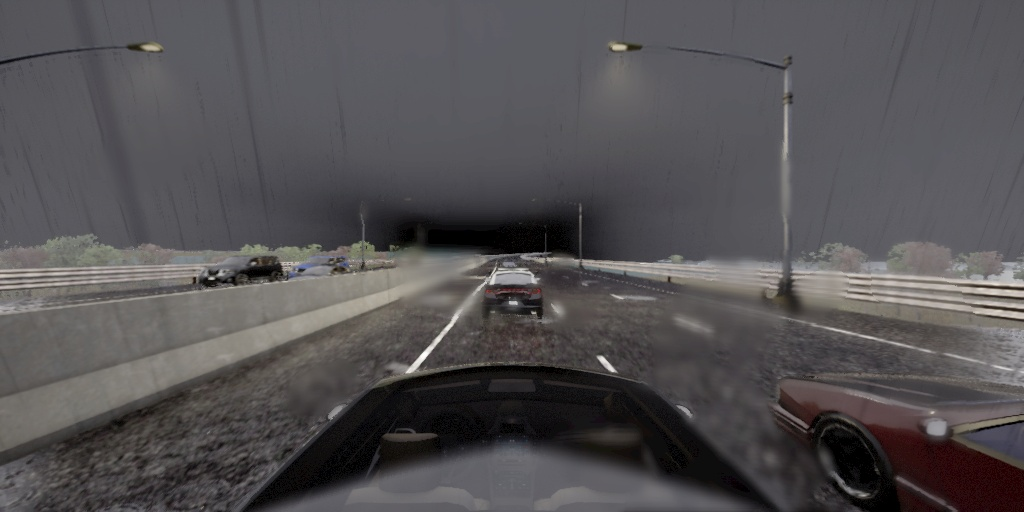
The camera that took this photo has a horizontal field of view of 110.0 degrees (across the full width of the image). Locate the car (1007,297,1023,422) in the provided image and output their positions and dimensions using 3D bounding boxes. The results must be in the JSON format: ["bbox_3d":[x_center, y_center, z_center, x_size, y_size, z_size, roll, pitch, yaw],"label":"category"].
[{"bbox_3d":[7.092,1.254,2.024,1.837,1.490,4.892,0,0,0],"label":"car"}]

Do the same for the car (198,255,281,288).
[{"bbox_3d":[-17.754,0.975,23.917,2.150,2.045,5.566,0,0,-1],"label":"car"}]

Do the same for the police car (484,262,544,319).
[{"bbox_3d":[0.048,1.175,13.014,1.930,1.638,5.238,0,0,0],"label":"police car"}]

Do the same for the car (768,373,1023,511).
[{"bbox_3d":[3.596,1.297,1.245,2.033,1.411,5.357,0,0,0],"label":"car"}]

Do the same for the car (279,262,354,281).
[{"bbox_3d":[-10.717,1.258,20.494,1.837,1.490,4.892,0,0,-1],"label":"car"}]

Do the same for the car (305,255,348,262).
[{"bbox_3d":[-14.289,0.972,27.110,2.150,2.045,5.566,0,0,-1],"label":"car"}]
